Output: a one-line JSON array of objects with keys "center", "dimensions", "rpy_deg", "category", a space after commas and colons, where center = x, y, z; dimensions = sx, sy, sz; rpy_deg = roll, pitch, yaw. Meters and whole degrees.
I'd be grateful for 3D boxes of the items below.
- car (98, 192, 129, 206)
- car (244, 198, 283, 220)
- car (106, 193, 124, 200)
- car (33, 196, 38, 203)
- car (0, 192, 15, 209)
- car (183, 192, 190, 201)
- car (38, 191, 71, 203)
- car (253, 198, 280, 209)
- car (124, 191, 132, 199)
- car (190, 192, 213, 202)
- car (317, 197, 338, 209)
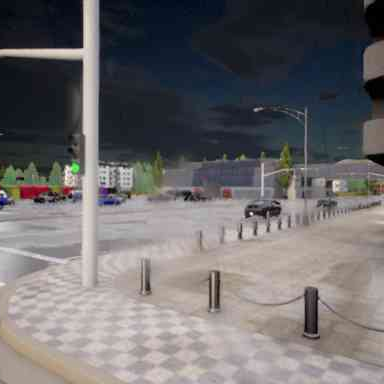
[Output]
[{"center": [-12.640, 1.165, 53.776], "dimensions": [1.970, 1.475, 3.806], "rpy_deg": [0, 0, 36], "category": "car"}, {"center": [6.142, 1.481, 28.245], "dimensions": [1.837, 1.490, 4.892], "rpy_deg": [0, 0, 36], "category": "car"}, {"center": [-18.306, 1.030, 79.556], "dimensions": [1.970, 1.475, 3.806], "rpy_deg": [0, 0, 36], "category": "car"}, {"center": [-28.618, 0.997, 65.458], "dimensions": [1.784, 1.438, 3.905], "rpy_deg": [0, 0, 36], "category": "car"}, {"center": [-26.221, 1.124, 45.007], "dimensions": [1.970, 1.475, 3.806], "rpy_deg": [0, 0, 36], "category": "car"}, {"center": [-0.129, 0.947, 66.262], "dimensions": [1.905, 1.878, 3.866], "rpy_deg": [0, 0, 36], "category": "car"}, {"center": [-26.319, 0.807, 63.693], "dimensions": [1.932, 1.855, 4.605], "rpy_deg": [0, 0, 36], "category": "car"}, {"center": [10.383, 1.531, 46.035], "dimensions": [1.895, 1.301, 4.718], "rpy_deg": [0, 0, 37], "category": "car"}, {"center": [-15.976, 0.811, 77.835], "dimensions": [1.905, 1.878, 3.866], "rpy_deg": [0, 0, 36], "category": "car"}, {"center": [2.173, 0.964, 64.507], "dimensions": [1.932, 1.855, 4.605], "rpy_deg": [0, 0, 36], "category": "car"}, {"center": [18.334, 1.484, 44.999], "dimensions": [1.837, 1.490, 4.892], "rpy_deg": [0, 0, 36], "category": "car"}]
